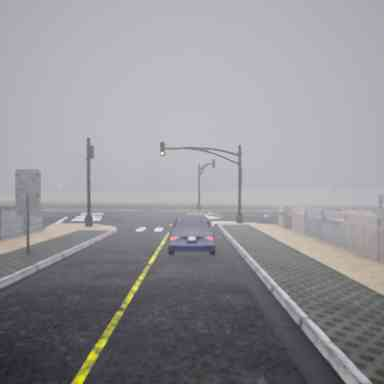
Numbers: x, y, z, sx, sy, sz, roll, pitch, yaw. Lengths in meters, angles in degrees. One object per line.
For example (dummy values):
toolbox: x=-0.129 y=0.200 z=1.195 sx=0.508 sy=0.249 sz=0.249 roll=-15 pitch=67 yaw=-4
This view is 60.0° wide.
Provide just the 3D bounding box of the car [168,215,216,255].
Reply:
car: x=-0.002 y=1.676 z=13.972 sx=2.033 sy=1.411 sz=5.357 roll=0 pitch=0 yaw=0
